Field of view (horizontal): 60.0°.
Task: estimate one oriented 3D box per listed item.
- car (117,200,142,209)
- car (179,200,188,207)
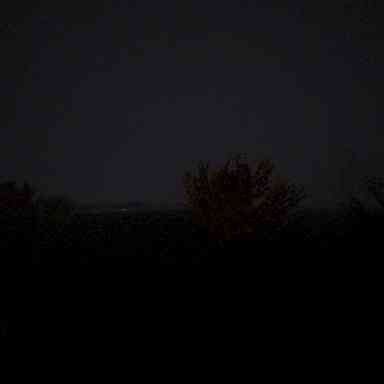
[{"bbox_3d":[-10.089,2.002,54.045,1.812,1.442,4.674,-1,-1,36],"label":"car"},{"bbox_3d":[-0.570,2.064,61.015,1.812,1.442,4.674,-1,-1,36],"label":"car"}]
